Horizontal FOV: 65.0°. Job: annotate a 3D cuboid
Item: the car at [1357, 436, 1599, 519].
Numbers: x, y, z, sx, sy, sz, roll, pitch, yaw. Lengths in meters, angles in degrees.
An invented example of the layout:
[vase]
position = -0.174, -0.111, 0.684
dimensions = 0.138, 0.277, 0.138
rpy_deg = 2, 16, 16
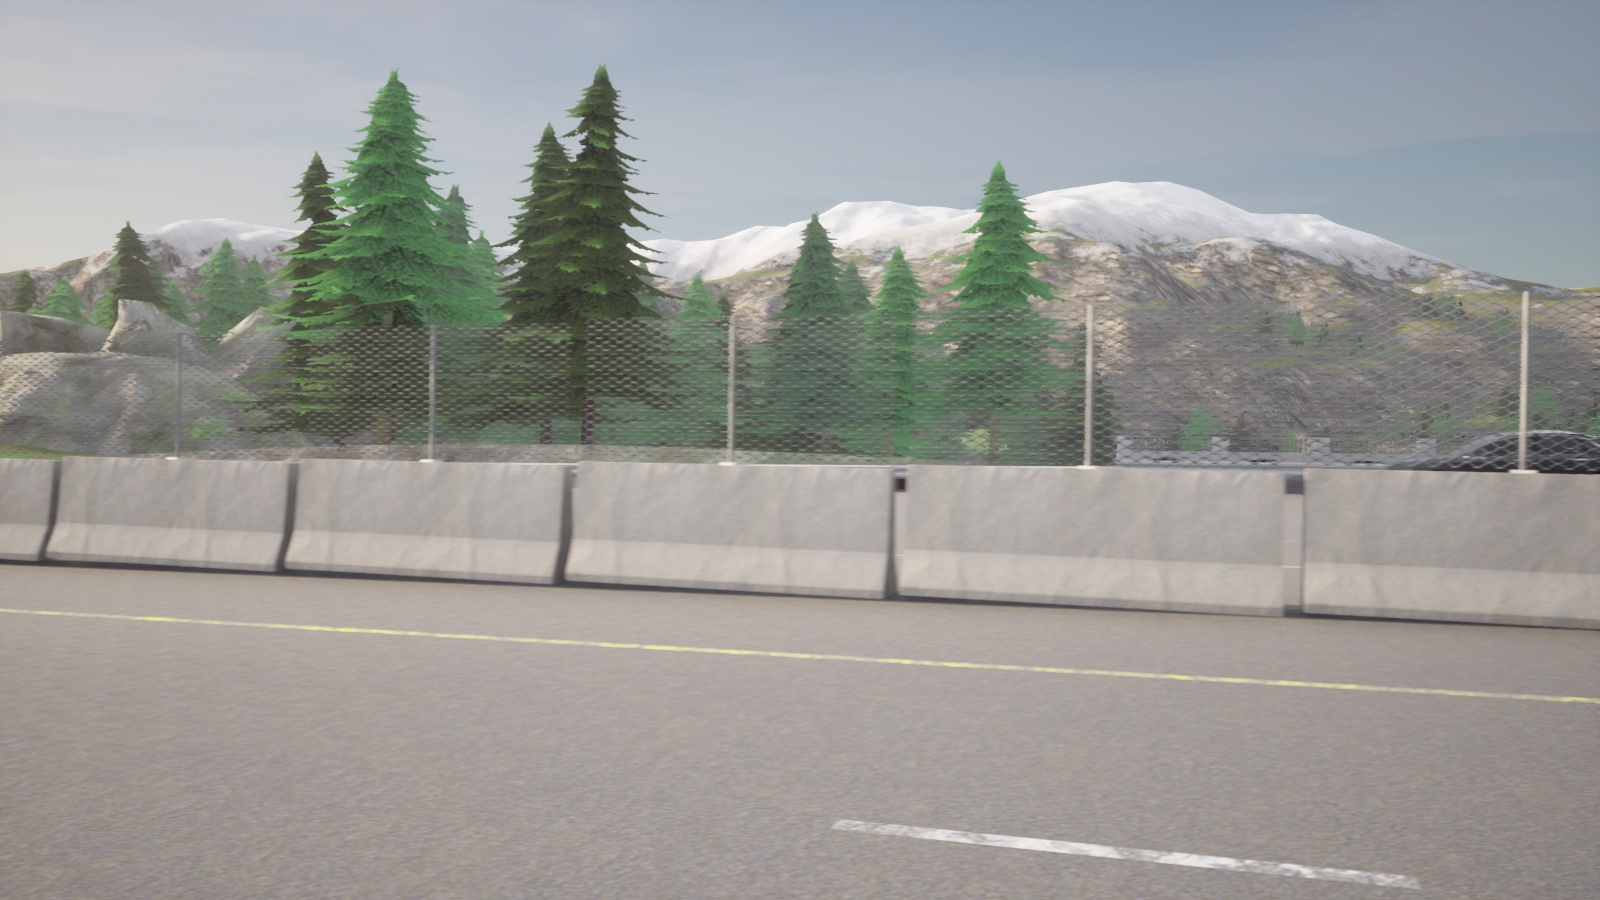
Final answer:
[car]
position = 13.615, 0.491, 24.459
dimensions = 4.892, 1.490, 1.837
rpy_deg = 1, 1, 19
